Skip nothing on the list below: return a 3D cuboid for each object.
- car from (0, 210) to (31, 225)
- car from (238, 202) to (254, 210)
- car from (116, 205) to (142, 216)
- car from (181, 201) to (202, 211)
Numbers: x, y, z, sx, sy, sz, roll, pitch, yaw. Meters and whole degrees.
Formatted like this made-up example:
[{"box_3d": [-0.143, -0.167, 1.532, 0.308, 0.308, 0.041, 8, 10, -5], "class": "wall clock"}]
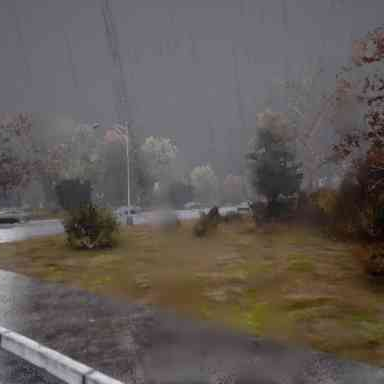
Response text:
[{"box_3d": [-17.349, 2.427, 30.560, 2.128, 1.511, 4.902, -3, -2, 33], "class": "car"}, {"box_3d": [8.652, 2.206, 51.479, 1.994, 1.385, 4.181, -3, -2, 32], "class": "car"}, {"box_3d": [-8.698, 2.480, 44.020, 2.128, 1.511, 4.902, -3, -2, 32], "class": "car"}, {"box_3d": [0.025, 2.405, 57.682, 1.837, 1.490, 4.892, -3, -2, 32], "class": "car"}]
